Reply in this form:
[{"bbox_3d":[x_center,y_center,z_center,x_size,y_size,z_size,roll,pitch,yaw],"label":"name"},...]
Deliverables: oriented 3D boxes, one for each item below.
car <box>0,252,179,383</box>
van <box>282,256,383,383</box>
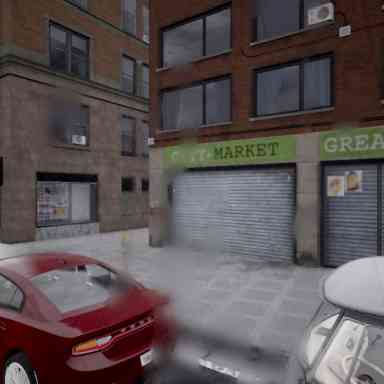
[{"bbox_3d":[-2.259,1.544,4.682,4.507,1.381,1.887,0,0,35],"label":"car"},{"bbox_3d":[2.353,1.341,1.400,3.998,1.788,1.690,0,0,35],"label":"van"}]
